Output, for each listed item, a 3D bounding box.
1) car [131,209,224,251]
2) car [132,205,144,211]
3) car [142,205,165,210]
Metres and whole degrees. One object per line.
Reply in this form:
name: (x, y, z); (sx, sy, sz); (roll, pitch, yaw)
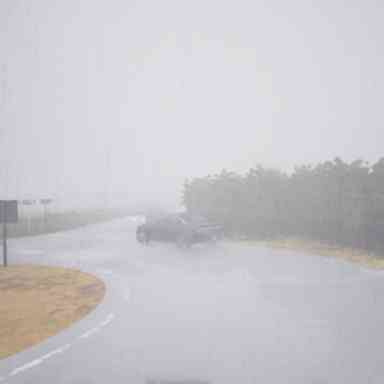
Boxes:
car: (-0.735, 1.786, 15.707); (2.128, 1.511, 4.902); (0, -1, -44)
car: (-6.016, 2.311, 40.850); (2.033, 1.411, 5.357); (-1, -1, 4)
car: (-3.280, 2.177, 32.725); (1.994, 1.385, 4.181); (-1, -1, 4)
